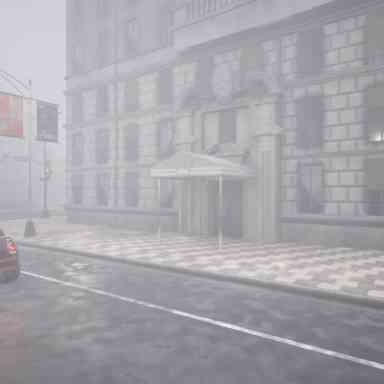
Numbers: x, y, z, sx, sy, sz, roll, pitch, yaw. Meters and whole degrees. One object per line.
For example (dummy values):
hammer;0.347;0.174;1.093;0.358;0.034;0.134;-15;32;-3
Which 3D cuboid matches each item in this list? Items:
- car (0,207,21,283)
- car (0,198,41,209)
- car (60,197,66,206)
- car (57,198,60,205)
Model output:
car;-6.408;1.352;8.449;4.553;1.767;2.097;0;0;35
car;-21.838;1.564;42.930;1.994;1.385;4.181;0;0;35
car;-16.731;1.478;50.082;1.882;1.535;5.008;0;0;36
car;-18.728;1.221;53.303;2.150;2.045;5.566;0;0;36
